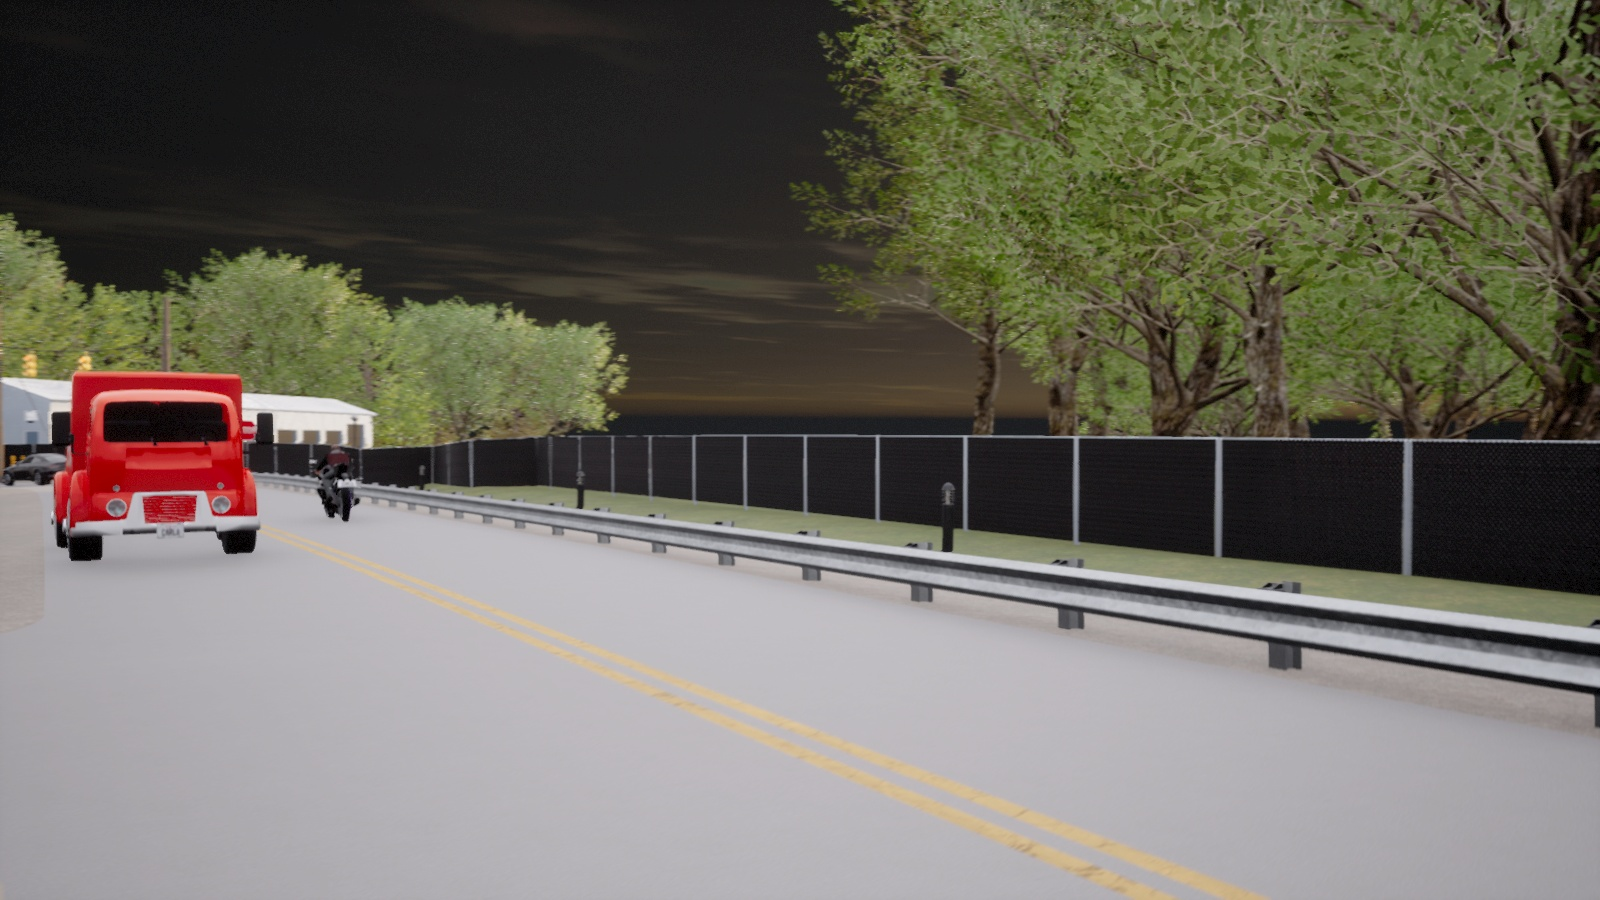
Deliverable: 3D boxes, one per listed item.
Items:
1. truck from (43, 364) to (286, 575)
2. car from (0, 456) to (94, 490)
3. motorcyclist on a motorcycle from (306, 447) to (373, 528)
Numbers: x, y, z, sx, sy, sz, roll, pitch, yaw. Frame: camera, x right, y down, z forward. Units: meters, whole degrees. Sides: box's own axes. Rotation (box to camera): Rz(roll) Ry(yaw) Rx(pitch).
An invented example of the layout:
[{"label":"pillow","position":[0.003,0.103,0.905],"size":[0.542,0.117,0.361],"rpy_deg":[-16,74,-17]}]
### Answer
[{"label":"truck","position":[-9.011,0.219,17.624],"size":[2.627,2.467,5.204],"rpy_deg":[-1,0,-30]},{"label":"car","position":[-34.712,1.068,57.863],"size":[4.674,1.442,1.812],"rpy_deg":[-2,1,33]},{"label":"motorcyclist on a motorcycle","position":[-9.162,0.710,24.909],"size":[0.866,1.530,2.191],"rpy_deg":[-1,0,-30]}]
